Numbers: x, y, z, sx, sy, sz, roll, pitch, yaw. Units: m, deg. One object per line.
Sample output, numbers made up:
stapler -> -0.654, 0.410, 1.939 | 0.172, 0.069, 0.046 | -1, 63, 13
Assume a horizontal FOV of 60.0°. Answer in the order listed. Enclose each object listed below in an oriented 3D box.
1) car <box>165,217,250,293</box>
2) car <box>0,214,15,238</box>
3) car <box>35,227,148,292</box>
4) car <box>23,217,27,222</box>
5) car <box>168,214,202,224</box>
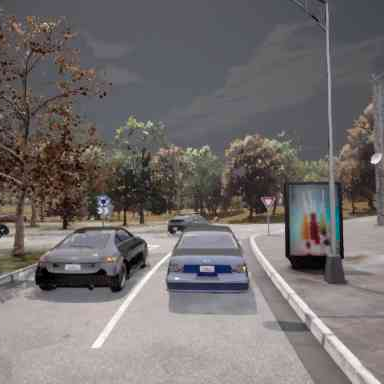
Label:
car -> 0.435, 1.610, 9.004 | 2.033, 1.411, 5.357 | 0, -1, 3
car -> -13.381, 2.154, 20.080 | 4.181, 1.385, 1.994 | 0, -4, -1
car -> -2.467, 1.638, 9.163 | 1.994, 1.385, 4.181 | 0, -1, 3
car -> -27.380, 4.044, 49.570 | 1.882, 1.535, 5.008 | -4, -6, 42
car -> -0.046, 2.443, 25.296 | 1.837, 1.490, 4.892 | -3, -5, 27
